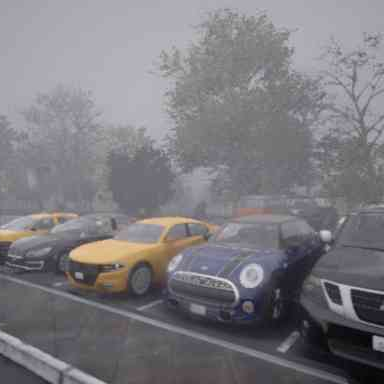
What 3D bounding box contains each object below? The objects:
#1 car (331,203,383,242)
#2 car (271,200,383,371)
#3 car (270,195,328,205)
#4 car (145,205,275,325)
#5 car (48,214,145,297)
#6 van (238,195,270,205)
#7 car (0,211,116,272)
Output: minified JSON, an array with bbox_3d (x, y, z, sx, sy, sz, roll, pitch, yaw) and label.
[{"bbox_3d":[9.042,1.460,17.655,1.946,1.575,5.366,0,0,35],"label":"car"},{"bbox_3d":[3.622,1.226,5.648,2.435,2.045,5.566,0,0,35],"label":"car"},{"bbox_3d":[6.913,1.199,19.435,2.435,2.045,5.566,0,0,36],"label":"car"},{"bbox_3d":[1.399,1.337,7.306,2.185,1.767,4.553,0,0,35],"label":"car"},{"bbox_3d":[-0.877,1.451,8.899,2.097,1.535,5.008,0,0,35],"label":"car"},{"bbox_3d":[4.610,1.223,21.188,1.878,1.987,4.442,0,0,35],"label":"van"},{"bbox_3d":[-3.134,1.450,10.508,2.231,1.521,4.892,0,0,35],"label":"car"}]
